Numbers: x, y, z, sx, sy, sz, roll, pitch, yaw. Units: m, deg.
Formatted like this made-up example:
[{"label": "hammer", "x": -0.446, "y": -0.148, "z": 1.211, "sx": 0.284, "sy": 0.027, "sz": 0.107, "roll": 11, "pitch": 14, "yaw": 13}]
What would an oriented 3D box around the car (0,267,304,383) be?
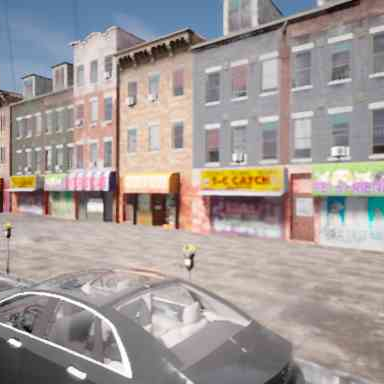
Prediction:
[{"label": "car", "x": -1.097, "y": 1.532, "z": 3.595, "sx": 4.403, "sy": 1.369, "sz": 2.008, "roll": 0, "pitch": 0, "yaw": 36}]
